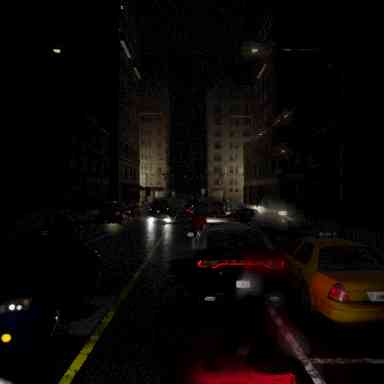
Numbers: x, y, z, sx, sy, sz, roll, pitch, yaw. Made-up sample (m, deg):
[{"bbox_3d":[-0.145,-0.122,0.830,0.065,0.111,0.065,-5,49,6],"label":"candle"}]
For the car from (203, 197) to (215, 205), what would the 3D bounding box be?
[{"bbox_3d":[2.941,1.544,57.382,1.802,1.307,4.206,-1,0,0],"label":"car"}]

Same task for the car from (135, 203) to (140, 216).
[{"bbox_3d":[-5.640,1.570,29.464,1.802,1.307,4.206,-1,0,0],"label":"car"}]

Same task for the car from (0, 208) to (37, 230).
[{"bbox_3d":[-5.673,1.313,7.121,2.192,1.841,5.009,-1,0,0],"label":"car"}]

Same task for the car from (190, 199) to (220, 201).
[{"bbox_3d":[0.928,1.496,24.340,1.837,1.490,4.892,0,0,0],"label":"car"}]

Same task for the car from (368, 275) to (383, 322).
[{"bbox_3d":[2.856,1.581,1.523,1.802,1.307,4.206,-1,0,0],"label":"car"}]

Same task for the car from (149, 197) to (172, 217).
[{"bbox_3d":[-2.961,1.491,31.758,1.837,1.490,4.892,0,0,0],"label":"car"}]

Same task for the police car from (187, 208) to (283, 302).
[{"bbox_3d":[0.908,1.423,8.449,1.930,1.638,5.238,0,0,0],"label":"police car"}]

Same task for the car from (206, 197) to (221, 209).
[{"bbox_3d":[2.924,1.499,46.380,1.752,1.417,4.829,-1,0,0],"label":"car"}]

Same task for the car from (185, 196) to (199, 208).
[{"bbox_3d":[0.075,1.575,46.267,1.895,1.301,4.718,0,0,1],"label":"car"}]

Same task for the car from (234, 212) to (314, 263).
[{"bbox_3d":[2.872,1.561,12.695,1.947,1.339,4.313,-1,0,0],"label":"car"}]

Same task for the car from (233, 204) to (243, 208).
[{"bbox_3d":[2.881,1.559,18.281,1.947,1.339,4.313,-1,0,0],"label":"car"}]

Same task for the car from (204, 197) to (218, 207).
[{"bbox_3d":[2.933,1.534,51.797,1.947,1.339,4.313,-1,0,0],"label":"car"}]

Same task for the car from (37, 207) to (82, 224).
[{"bbox_3d":[-5.664,1.436,12.707,1.967,1.590,4.097,-1,0,0],"label":"car"}]

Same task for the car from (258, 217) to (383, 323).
[{"bbox_3d":[2.864,1.523,7.280,1.752,1.417,4.829,-1,0,0],"label":"car"}]

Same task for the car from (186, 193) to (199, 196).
[{"bbox_3d":[0.075,1.182,59.545,2.150,2.045,5.566,0,0,0],"label":"car"}]

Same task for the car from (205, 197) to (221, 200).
[{"bbox_3d":[2.915,1.530,40.625,2.008,1.369,4.403,-1,0,0],"label":"car"}]

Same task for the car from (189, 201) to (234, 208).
[{"bbox_3d":[0.921,1.471,18.340,1.882,1.535,5.008,0,0,0],"label":"car"}]

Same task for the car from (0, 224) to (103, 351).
[{"bbox_3d":[-3.094,1.562,6.252,1.994,1.385,4.181,0,0,0],"label":"car"}]

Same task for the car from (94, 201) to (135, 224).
[{"bbox_3d":[-5.649,1.431,23.878,1.967,1.590,4.097,-1,0,0],"label":"car"}]

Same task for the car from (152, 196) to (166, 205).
[{"bbox_3d":[-5.604,1.507,57.392,1.887,1.381,4.507,-1,0,0],"label":"car"}]
